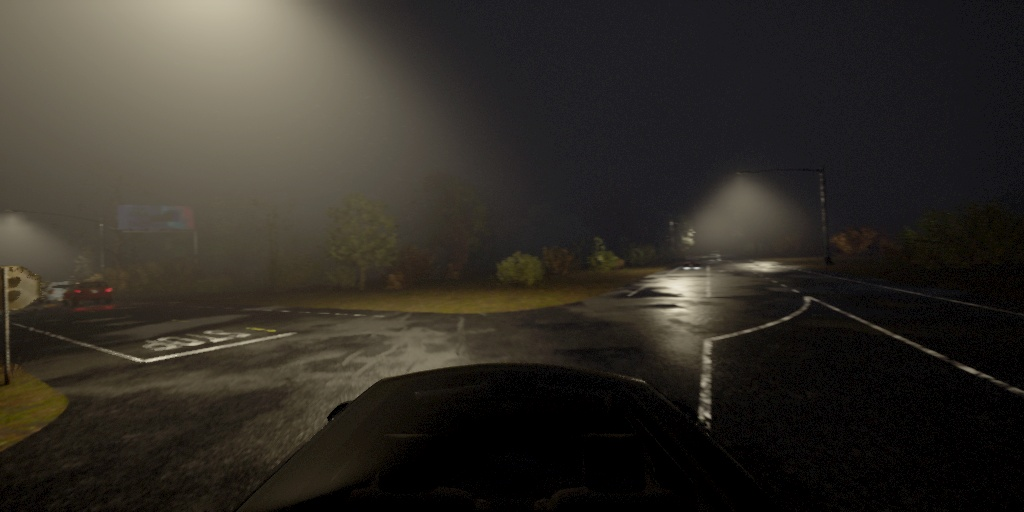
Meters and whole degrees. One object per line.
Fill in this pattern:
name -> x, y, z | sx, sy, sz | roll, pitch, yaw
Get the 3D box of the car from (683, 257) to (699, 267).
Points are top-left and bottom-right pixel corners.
car -> 25.162, 0.814, 50.269 | 2.033, 1.411, 5.357 | -3, -1, 29

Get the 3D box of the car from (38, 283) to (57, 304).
car -> -46.087, 3.712, 36.487 | 5.566, 2.045, 2.150 | -3, -1, 30

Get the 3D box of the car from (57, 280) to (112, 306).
car -> -36.840, 3.188, 31.075 | 5.566, 2.045, 2.150 | -3, -1, 30
